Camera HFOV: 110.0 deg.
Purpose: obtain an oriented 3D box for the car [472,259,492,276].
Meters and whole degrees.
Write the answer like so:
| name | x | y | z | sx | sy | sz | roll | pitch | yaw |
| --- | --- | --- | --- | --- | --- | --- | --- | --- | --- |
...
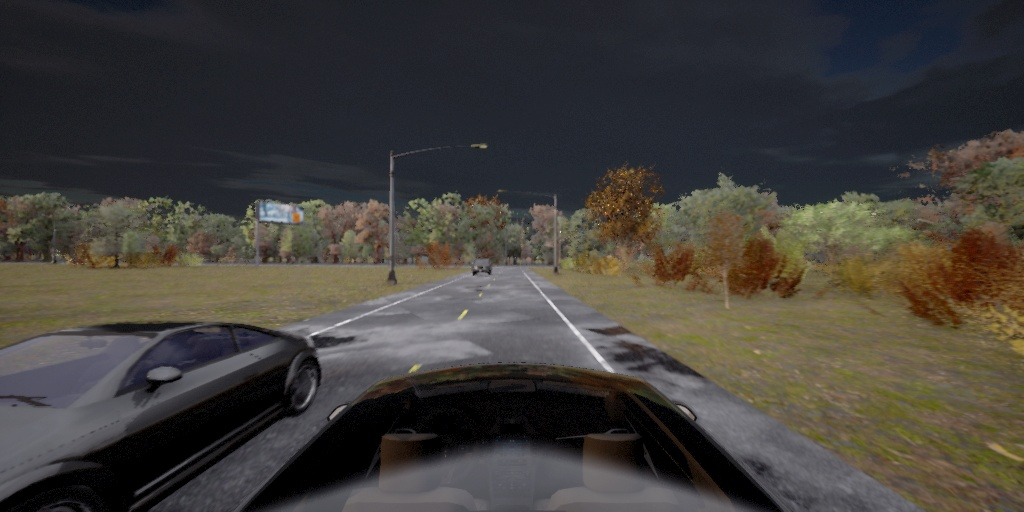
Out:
| name | x | y | z | sx | sy | sz | roll | pitch | yaw |
| --- | --- | --- | --- | --- | --- | --- | --- | --- | --- |
| car | -3.591 | 1.325 | 43.607 | 2.150 | 2.045 | 5.566 | 0 | 0 | 0 |

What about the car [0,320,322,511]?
| name | x | y | z | sx | sy | sz | roll | pitch | yaw |
| --- | --- | --- | --- | --- | --- | --- | --- | --- | --- |
| car | -3.600 | 1.328 | 3.216 | 1.994 | 1.385 | 4.181 | 0 | -1 | 0 |
